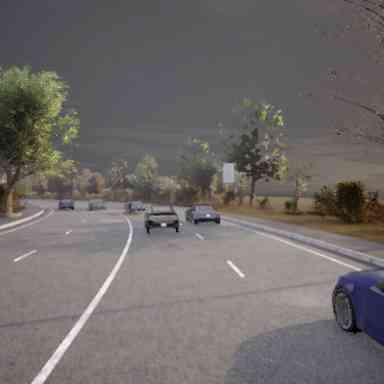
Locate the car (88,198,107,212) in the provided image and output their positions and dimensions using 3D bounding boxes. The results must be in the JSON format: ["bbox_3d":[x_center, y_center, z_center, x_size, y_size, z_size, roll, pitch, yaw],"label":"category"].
[{"bbox_3d":[-11.757,1.582,41.196,1.837,1.490,4.892,0,0,-22],"label":"car"}]

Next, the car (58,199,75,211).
[{"bbox_3d":[-16.149,1.631,42.756,2.033,1.411,5.357,0,0,-23],"label":"car"}]

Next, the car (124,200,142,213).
[{"bbox_3d":[-6.510,1.612,37.766,2.033,1.411,5.357,0,0,-19],"label":"car"}]

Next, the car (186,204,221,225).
[{"bbox_3d":[0.707,1.595,24.692,1.994,1.385,4.181,0,0,-12],"label":"car"}]

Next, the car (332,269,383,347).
[{"bbox_3d":[3.379,1.519,3.836,1.812,1.442,4.674,0,0,-2],"label":"car"}]

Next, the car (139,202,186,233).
[{"bbox_3d":[-1.895,1.522,19.951,2.128,1.511,4.902,0,0,-10],"label":"car"}]
